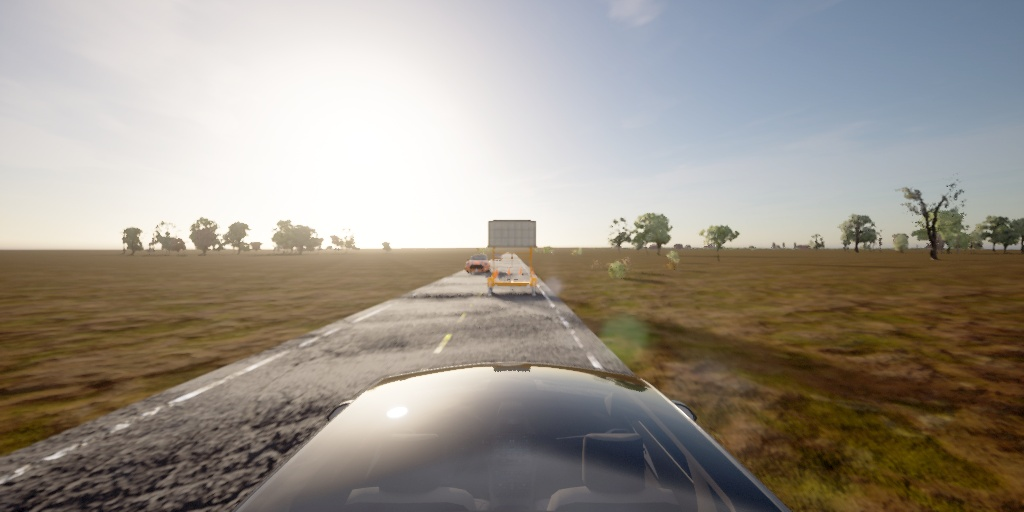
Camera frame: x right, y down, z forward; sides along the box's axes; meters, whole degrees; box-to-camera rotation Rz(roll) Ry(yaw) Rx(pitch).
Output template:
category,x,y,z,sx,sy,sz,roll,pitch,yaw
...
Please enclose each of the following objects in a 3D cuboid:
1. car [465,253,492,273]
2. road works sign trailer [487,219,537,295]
category,x,y,z,sx,sy,sz,roll,pitch,yaw
car,-3.065,0.642,33.397,2.097,1.767,4.553,0,1,0
road works sign trailer,0.005,-0.017,17.649,2.380,3.560,2.880,0,0,0
